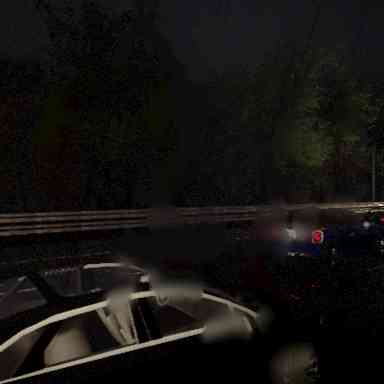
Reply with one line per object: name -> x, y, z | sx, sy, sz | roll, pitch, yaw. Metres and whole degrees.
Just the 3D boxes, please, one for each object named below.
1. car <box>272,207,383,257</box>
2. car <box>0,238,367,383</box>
car -> 4.877, 1.377, 11.523 | 4.553, 1.767, 2.097 | 0, 0, -36
car -> -0.601, 1.495, 3.317 | 4.902, 1.511, 2.128 | 0, 0, -36
